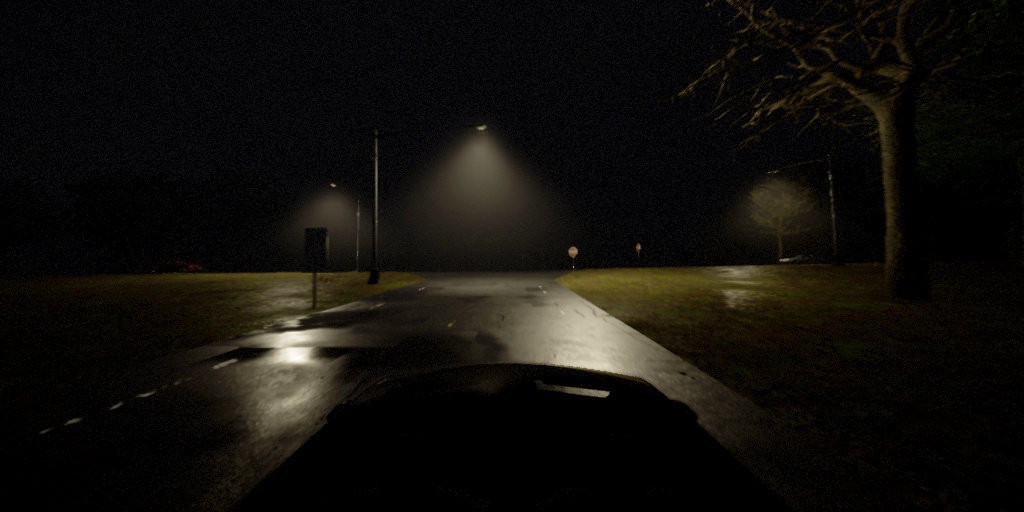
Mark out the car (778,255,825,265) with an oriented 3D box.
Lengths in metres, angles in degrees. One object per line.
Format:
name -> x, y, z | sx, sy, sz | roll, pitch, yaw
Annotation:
car -> 36.681, 0.526, 45.585 | 4.718, 1.301, 1.895 | -1, -3, -1

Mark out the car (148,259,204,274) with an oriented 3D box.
car -> -35.646, 1.113, 38.120 | 5.008, 1.535, 1.882 | -1, -3, 1
